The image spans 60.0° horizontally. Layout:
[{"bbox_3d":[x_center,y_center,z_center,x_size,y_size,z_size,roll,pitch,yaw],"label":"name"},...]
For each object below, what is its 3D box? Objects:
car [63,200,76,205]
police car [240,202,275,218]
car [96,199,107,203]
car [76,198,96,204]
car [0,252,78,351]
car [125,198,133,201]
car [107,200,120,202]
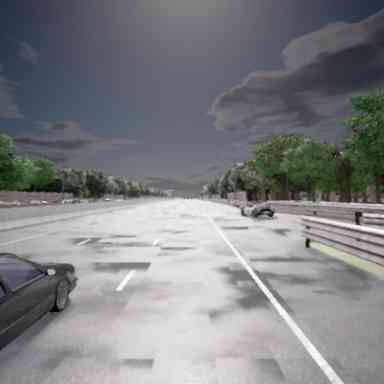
[{"bbox_3d":[-28.024,2.500,76.727,1.812,1.442,4.674,0,-1,0],"label":"car"},{"bbox_3d":[6.607,1.867,34.578,2.038,1.542,4.974,-2,-1,-14],"label":"police car"},{"bbox_3d":[-24.530,2.729,92.447,2.033,1.411,5.357,0,-1,0],"label":"car"},{"bbox_3d":[-24.524,2.504,77.032,1.812,1.442,4.674,0,-1,0],"label":"car"},{"bbox_3d":[-3.402,1.602,4.807,2.033,1.411,5.357,0,-1,0],"label":"car"},{"bbox_3d":[-17.528,2.546,92.898,2.097,1.767,4.553,0,-1,0],"label":"car"},{"bbox_3d":[-17.524,2.575,77.003,1.895,1.301,4.718,0,-1,0],"label":"car"}]
